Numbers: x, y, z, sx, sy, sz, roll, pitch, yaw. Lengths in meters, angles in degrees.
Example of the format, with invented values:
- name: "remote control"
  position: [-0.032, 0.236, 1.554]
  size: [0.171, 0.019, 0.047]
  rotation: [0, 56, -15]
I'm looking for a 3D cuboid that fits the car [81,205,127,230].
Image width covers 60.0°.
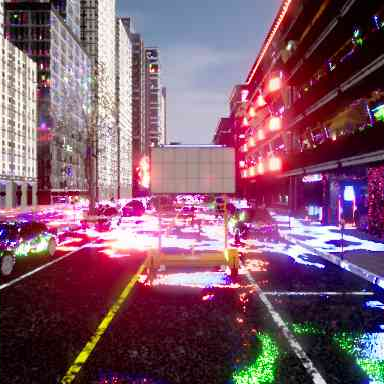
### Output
- name: "car"
  position: [-5.636, 1.531, 21.093]
  size: [1.752, 1.417, 4.829]
  rotation: [0, 0, 0]

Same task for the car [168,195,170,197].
- name: "car"
  position: [-5.536, 1.585, 59.992]
  size: [1.887, 1.381, 4.507]
  rotation: [0, 0, 0]

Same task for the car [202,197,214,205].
- name: "car"
  position: [2.844, 1.591, 59.970]
  size: [2.008, 1.369, 4.403]
  rotation: [0, 0, 0]

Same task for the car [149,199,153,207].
- name: "car"
  position: [-5.565, 1.553, 48.756]
  size: [1.752, 1.417, 4.829]
  rotation: [0, 0, 0]

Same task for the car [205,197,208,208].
- name: "car"
  position: [2.787, 1.458, 37.839]
  size: [1.967, 1.590, 4.097]
  rotation: [0, 0, 0]

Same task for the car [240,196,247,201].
- name: "car"
  position: [13.631, 1.410, 79.348]
  size: [4.403, 1.369, 2.008]
  rotation: [-1, 1, 0]

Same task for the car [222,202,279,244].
- name: "car"
  position: [2.730, 1.443, 15.708]
  size: [1.967, 1.590, 4.097]
  rotation: [0, 0, 0]

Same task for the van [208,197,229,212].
- name: "van"
  position: [2.773, 1.355, 32.306]
  size: [1.690, 1.788, 3.998]
  rotation: [0, 0, 0]

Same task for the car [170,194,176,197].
- name: "car"
  position: [-5.453, 1.410, 92.380]
  size: [2.192, 1.841, 5.009]
  rotation: [0, 0, 0]

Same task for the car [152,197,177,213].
- name: "car"
  position: [-2.904, 1.581, 36.801]
  size: [1.994, 1.385, 4.181]
  rotation: [0, 0, 0]

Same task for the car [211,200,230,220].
- name: "car"
  position: [2.759, 1.592, 26.774]
  size: [1.802, 1.307, 4.206]
  rotation: [0, 0, 0]

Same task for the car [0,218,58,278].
- name: "car"
  position: [-5.664, 1.546, 10.197]
  size: [1.887, 1.381, 4.507]
  rotation: [0, 0, 0]

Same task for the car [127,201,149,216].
- name: "car"
  position: [-5.607, 1.596, 32.329]
  size: [1.802, 1.307, 4.206]
  rotation: [0, 0, 0]

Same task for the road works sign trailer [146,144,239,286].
- name: "road works sign trailer"
  position: [0.024, 0.465, 9.385]
  size: [2.380, 3.560, 2.880]
  rotation: [0, 0, 0]

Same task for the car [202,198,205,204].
- name: "car"
  position: [2.816, 1.579, 48.904]
  size: [2.008, 1.369, 4.403]
  rotation: [0, 0, 0]
